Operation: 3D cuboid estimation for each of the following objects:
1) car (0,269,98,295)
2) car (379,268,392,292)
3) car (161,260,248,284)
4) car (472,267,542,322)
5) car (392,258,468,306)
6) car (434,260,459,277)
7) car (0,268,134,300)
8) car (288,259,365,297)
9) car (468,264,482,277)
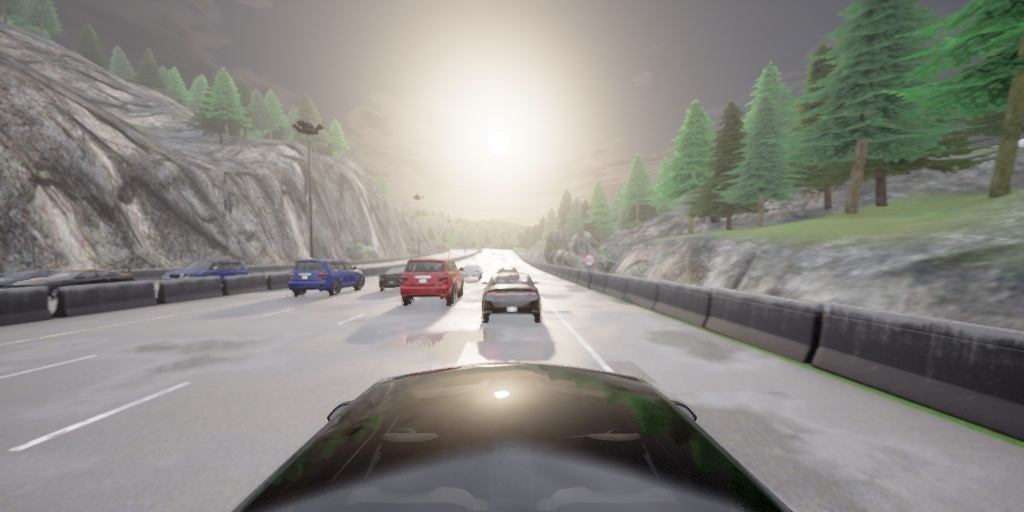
[{"bbox_3d":[-31.849,1.692,23.996,2.033,1.411,5.357,0,0,0],"label":"car"},{"bbox_3d":[-7.205,1.448,23.804,1.882,1.535,5.008,0,0,-1],"label":"car"},{"bbox_3d":[-21.356,1.305,25.315,2.150,2.045,5.566,0,-1,0],"label":"car"},{"bbox_3d":[-0.038,1.325,12.639,2.128,1.511,4.902,0,0,-1],"label":"car"},{"bbox_3d":[-3.605,1.114,17.022,2.150,2.045,5.566,0,0,-1],"label":"car"},{"bbox_3d":[-7.467,1.426,41.257,2.097,1.767,4.553,0,0,-1],"label":"car"},{"bbox_3d":[-24.823,1.546,20.546,1.882,1.535,5.008,0,-1,0],"label":"car"},{"bbox_3d":[-10.668,1.197,21.064,2.150,2.045,5.566,0,0,-1],"label":"car"},{"bbox_3d":[-3.877,1.551,35.338,1.812,1.442,4.674,0,0,-1],"label":"car"}]
